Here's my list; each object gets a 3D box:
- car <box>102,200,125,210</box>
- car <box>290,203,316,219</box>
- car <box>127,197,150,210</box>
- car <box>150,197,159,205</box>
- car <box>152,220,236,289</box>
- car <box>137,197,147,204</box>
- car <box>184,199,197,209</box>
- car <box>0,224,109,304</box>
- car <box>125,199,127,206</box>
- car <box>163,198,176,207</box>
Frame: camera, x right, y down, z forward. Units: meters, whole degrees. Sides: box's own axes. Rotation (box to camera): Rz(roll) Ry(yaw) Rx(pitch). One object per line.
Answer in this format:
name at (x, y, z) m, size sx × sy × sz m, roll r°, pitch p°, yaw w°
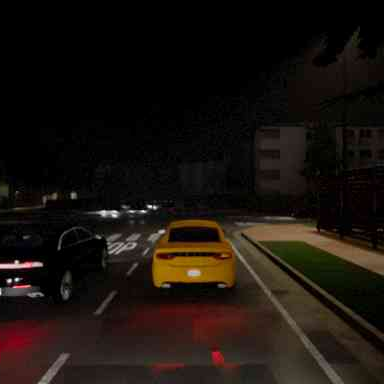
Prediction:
car at (-10.894, 1.794, 45.460) m, size 1.895 × 1.301 × 4.718 m, roll 0°, pitch 0°, yaw -1°
car at (11.729, 1.658, 30.057) m, size 5.357 × 1.411 × 2.033 m, roll 0°, pitch 0°, yaw -1°
car at (-7.404, 1.701, 46.355) m, size 1.837 × 1.490 × 4.892 m, roll 0°, pitch 0°, yaw -1°
car at (-7.579, 1.768, 65.237) m, size 2.128 × 1.511 × 4.902 m, roll 0°, pitch 0°, yaw 0°
car at (0.049, 1.517, 9.310) m, size 1.882 × 1.535 × 5.008 m, roll 0°, pitch 0°, yaw 0°
car at (-11.276, 1.870, 75.577) m, size 1.994 × 1.385 × 4.181 m, roll 0°, pitch 0°, yaw -5°
car at (-0.249, 1.758, 49.714) m, size 2.033 × 1.411 × 5.357 m, roll 0°, pitch 0°, yaw -1°
car at (-3.451, 1.527, 8.216) m, size 2.128 × 1.511 × 4.902 m, roll 0°, pitch 0°, yaw 0°
car at (-11.051, 1.735, 60.750) m, size 1.882 × 1.535 × 5.008 m, roll 0°, pitch 0°, yaw 0°
car at (-3.816, 1.725, 55.051) m, size 2.128 × 1.511 × 4.902 m, roll 0°, pitch 0°, yaw -1°
